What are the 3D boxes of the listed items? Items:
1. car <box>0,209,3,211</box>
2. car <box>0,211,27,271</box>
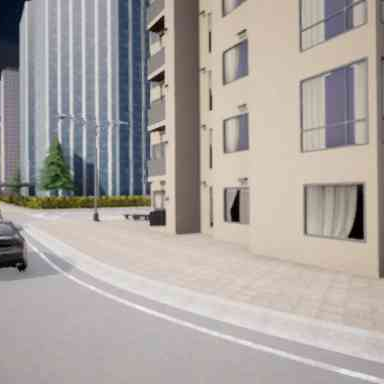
[{"bbox_3d":[-14.350,1.593,23.044,2.097,1.767,4.553,0,-1,-28],"label":"car"},{"bbox_3d":[-6.527,1.618,10.646,1.837,1.490,4.892,0,0,-34],"label":"car"}]
